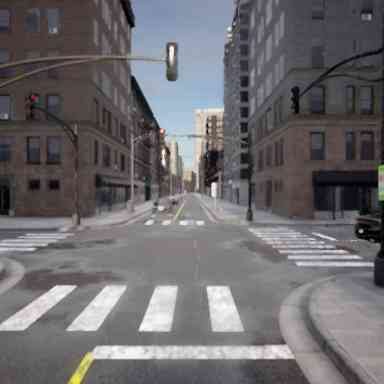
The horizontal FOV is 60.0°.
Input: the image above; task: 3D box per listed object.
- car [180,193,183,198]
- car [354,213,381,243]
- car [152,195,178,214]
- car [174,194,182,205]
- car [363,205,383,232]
[{"bbox_3d":[-2.774,0.967,65.294,1.812,1.442,4.674,0,0,0],"label":"car"},{"bbox_3d":[9.250,1.420,13.480,5.008,1.535,1.882,0,0,-3],"label":"car"},{"bbox_3d":[-2.860,1.332,33.115,2.128,1.511,4.902,0,0,0],"label":"car"},{"bbox_3d":[-2.852,1.379,48.924,1.895,1.301,4.718,0,0,0],"label":"car"},{"bbox_3d":[12.361,1.467,18.876,4.313,1.339,1.947,0,0,0],"label":"car"}]
